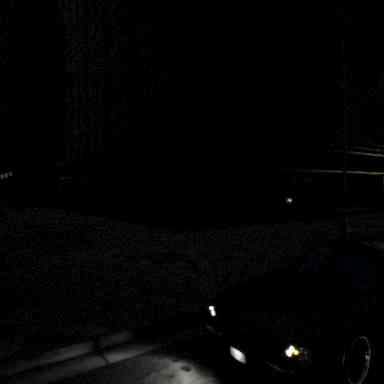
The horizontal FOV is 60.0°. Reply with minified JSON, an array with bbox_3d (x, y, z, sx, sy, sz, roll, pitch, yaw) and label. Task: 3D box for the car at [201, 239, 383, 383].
[{"bbox_3d":[2.797,1.523,5.342,5.357,1.411,2.033,0,0,-32],"label":"car"}]
